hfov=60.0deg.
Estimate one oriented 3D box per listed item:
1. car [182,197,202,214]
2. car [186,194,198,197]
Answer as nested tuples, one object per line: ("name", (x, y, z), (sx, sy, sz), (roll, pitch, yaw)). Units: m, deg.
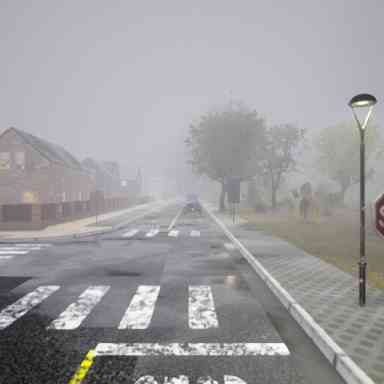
("car", (0.082, 1.576, 35.998), (1.812, 1.442, 4.674), (0, 0, 0))
("car", (-0.012, 1.374, 66.185), (2.150, 2.045, 5.566), (0, 0, 0))
